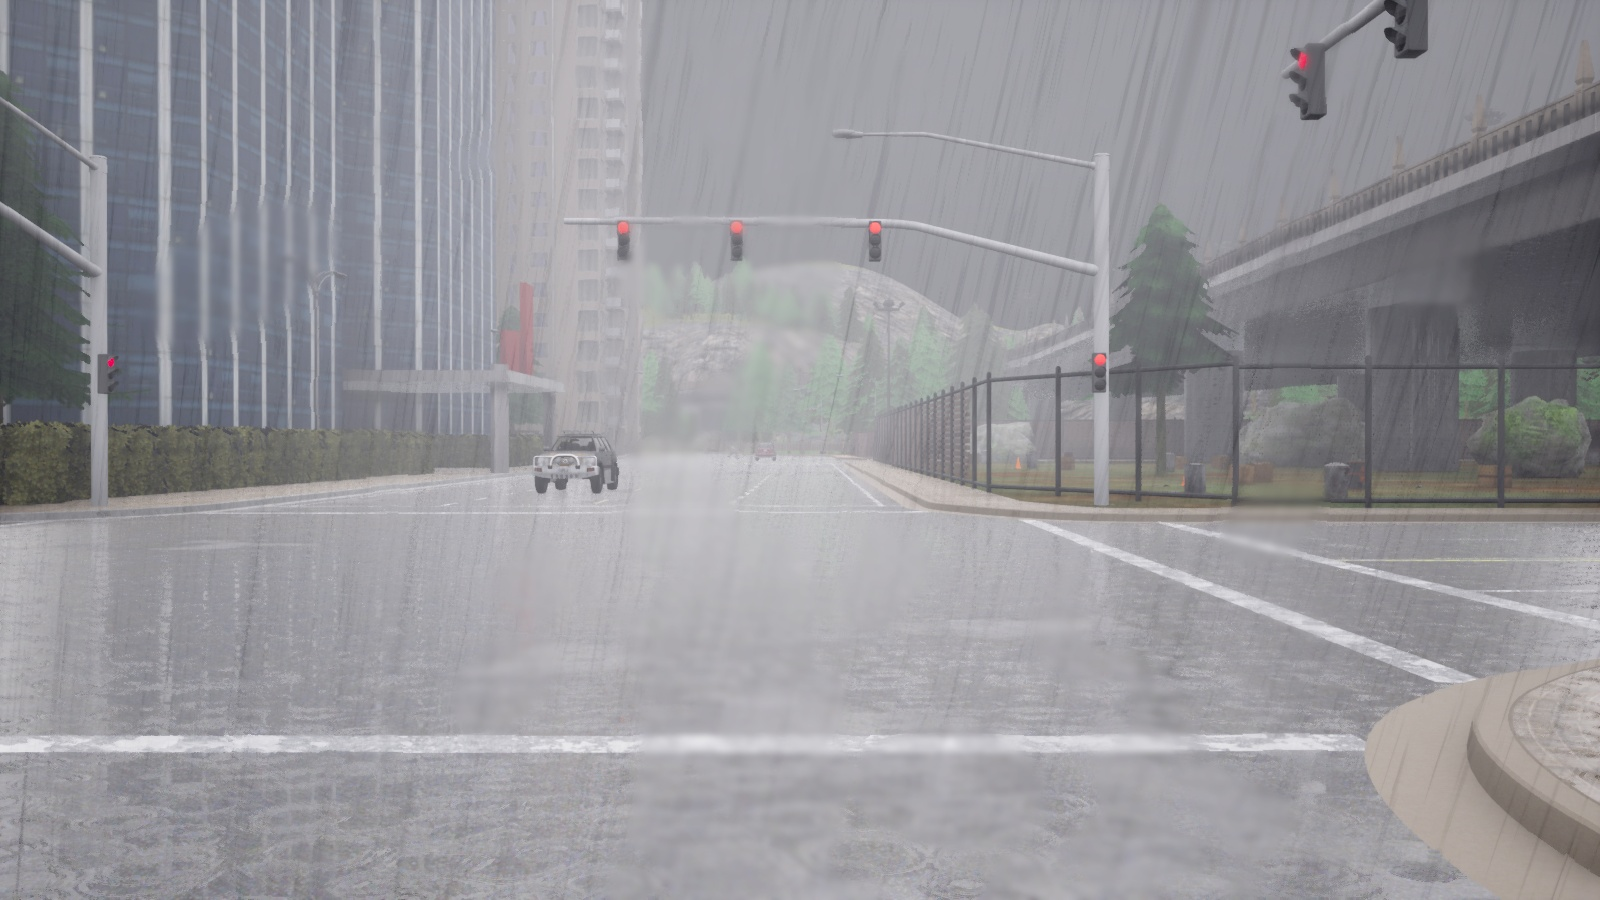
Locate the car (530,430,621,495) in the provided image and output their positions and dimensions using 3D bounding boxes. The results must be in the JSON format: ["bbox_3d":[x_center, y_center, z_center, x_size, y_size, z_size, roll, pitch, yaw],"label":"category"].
[{"bbox_3d":[-6.765,0.341,38.322,1.932,1.855,4.605,0,0,0],"label":"car"}]
